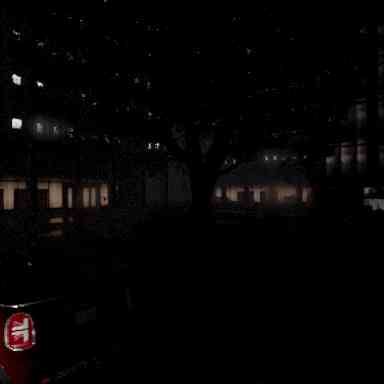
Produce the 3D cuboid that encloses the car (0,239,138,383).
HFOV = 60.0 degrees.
[{"bbox_3d":[-2.772,1.406,4.867,4.097,1.590,1.967,0,-1,35],"label":"car"}]
